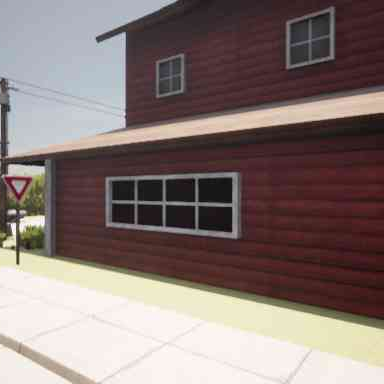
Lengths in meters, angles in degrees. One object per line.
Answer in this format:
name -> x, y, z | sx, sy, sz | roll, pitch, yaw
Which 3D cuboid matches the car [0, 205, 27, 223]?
car -> -14.284, 1.590, 23.138 | 1.895, 1.301, 4.718 | 0, 0, 37
